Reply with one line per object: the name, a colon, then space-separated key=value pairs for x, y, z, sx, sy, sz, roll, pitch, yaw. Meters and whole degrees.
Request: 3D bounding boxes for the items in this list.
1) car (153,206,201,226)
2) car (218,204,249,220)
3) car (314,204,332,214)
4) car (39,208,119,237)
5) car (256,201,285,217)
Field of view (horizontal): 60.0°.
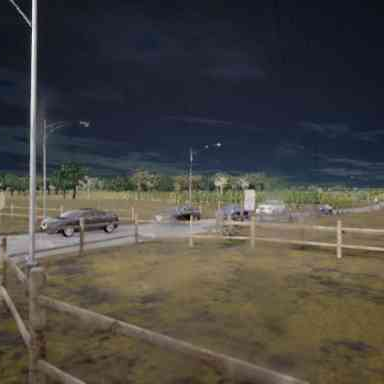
car: x=-1.153 y=1.934 z=27.554 sx=2.128 sy=1.511 sz=4.902 roll=1 pitch=-1 yaw=35
car: x=4.481 y=2.024 z=35.557 sx=2.097 sy=1.767 sz=4.553 roll=1 pitch=-1 yaw=35
car: x=21.939 y=2.778 z=55.277 sx=2.097 sy=1.767 sz=4.553 roll=1 pitch=-1 yaw=35
car: x=-6.573 y=1.743 z=19.846 sx=1.837 sy=1.490 sz=4.892 roll=1 pitch=-1 yaw=35
car: x=10.562 y=2.164 z=44.131 sx=2.150 sy=2.045 sz=5.566 roll=1 pitch=-1 yaw=36
